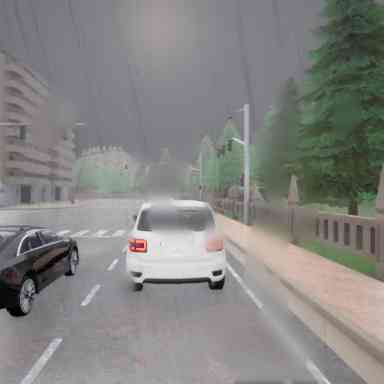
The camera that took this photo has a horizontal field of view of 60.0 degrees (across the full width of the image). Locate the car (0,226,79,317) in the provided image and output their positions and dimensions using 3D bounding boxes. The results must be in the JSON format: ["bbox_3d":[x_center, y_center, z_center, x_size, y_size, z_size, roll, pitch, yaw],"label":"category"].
[{"bbox_3d":[-3.966,1.492,7.390,2.128,1.511,4.902,0,0,-3],"label":"car"}]

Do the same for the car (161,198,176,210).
[{"bbox_3d":[-3.136,1.526,44.406,1.812,1.442,4.674,0,0,-4],"label":"car"}]

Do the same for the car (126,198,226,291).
[{"bbox_3d":[-0.473,1.221,9.169,2.150,2.045,5.566,0,0,-4],"label":"car"}]
